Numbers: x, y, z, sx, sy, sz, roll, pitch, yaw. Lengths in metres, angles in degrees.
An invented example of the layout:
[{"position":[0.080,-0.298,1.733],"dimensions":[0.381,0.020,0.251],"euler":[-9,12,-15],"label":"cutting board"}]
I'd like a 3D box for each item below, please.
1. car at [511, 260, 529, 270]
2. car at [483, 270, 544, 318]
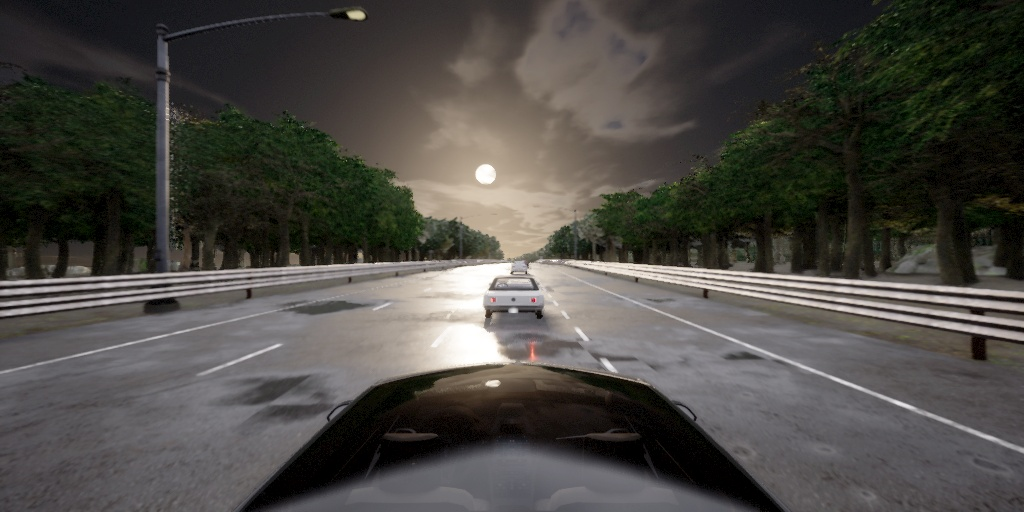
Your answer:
[{"position":[0.864,1.350,42.002],"dimensions":[1.812,1.442,4.674],"euler":[0,0,2],"label":"car"},{"position":[0.076,1.361,13.030],"dimensions":[1.895,1.301,4.718],"euler":[0,0,1],"label":"car"}]
